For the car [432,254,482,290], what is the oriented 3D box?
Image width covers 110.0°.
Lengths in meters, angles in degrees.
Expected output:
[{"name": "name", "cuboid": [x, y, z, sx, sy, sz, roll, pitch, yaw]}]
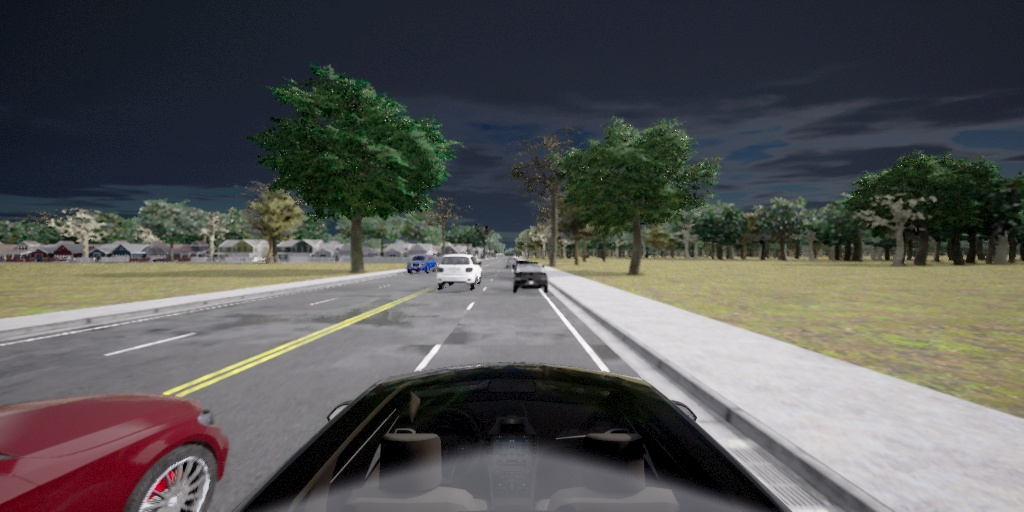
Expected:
[{"name": "car", "cuboid": [-3.149, 0.922, 22.208, 2.150, 2.045, 5.566, 0, 0, 0]}]

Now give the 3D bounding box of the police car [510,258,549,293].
[{"name": "police car", "cuboid": [0.976, 1.129, 20.717, 1.930, 1.638, 5.238, 0, 0, 0]}]

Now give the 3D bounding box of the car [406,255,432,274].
[{"name": "car", "cuboid": [-9.839, 0.888, 39.395, 2.150, 2.045, 5.566, 0, 0, 0]}]

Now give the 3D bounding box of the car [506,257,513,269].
[{"name": "car", "cuboid": [0.002, 1.194, 55.442, 2.033, 1.411, 5.357, 0, 0, 0]}]

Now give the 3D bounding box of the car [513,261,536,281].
[{"name": "car", "cuboid": [0.976, 1.188, 30.607, 1.837, 1.490, 4.892, 0, 0, 0]}]

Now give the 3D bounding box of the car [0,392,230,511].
[{"name": "car", "cuboid": [-3.148, 1.278, 0.860, 1.812, 1.442, 4.674, 0, 0, 0]}]
